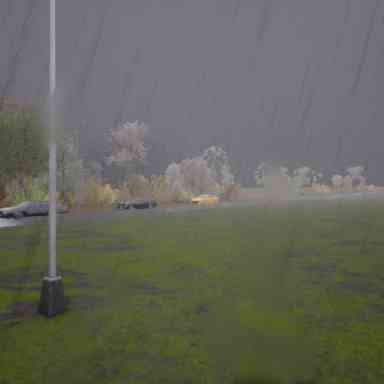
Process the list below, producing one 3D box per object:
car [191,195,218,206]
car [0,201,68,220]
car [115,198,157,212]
[{"bbox_3d":[1.806,1.124,46.805,1.882,1.535,5.008,0,1,36],"label":"car"},{"bbox_3d":[-12.803,1.407,26.915,2.033,1.411,5.357,0,1,36],"label":"car"},{"bbox_3d":[-6.018,1.363,36.170,1.895,1.301,4.718,0,1,36],"label":"car"}]
